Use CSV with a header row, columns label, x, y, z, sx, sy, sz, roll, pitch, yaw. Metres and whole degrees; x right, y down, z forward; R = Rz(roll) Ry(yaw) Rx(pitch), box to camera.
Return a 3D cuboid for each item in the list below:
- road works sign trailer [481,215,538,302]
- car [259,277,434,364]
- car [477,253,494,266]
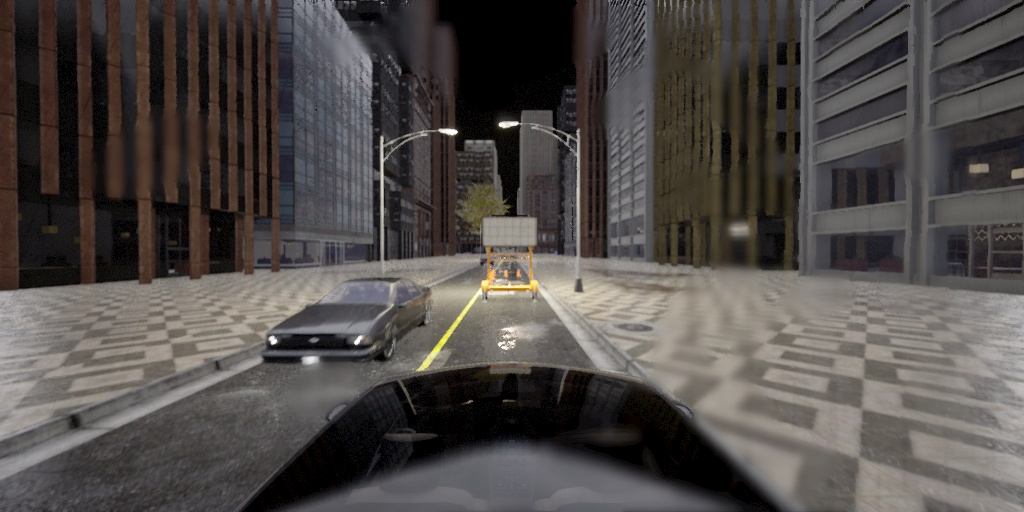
label,x,y,z,sx,sy,sz,roll,pitch,yaw
road works sign trailer,-0.099,0.015,15.629,2.380,3.560,2.880,0,0,0
car,-3.149,1.205,8.249,2.033,1.411,5.357,0,1,0
car,-3.429,0.615,49.915,2.033,1.411,5.357,0,1,0
